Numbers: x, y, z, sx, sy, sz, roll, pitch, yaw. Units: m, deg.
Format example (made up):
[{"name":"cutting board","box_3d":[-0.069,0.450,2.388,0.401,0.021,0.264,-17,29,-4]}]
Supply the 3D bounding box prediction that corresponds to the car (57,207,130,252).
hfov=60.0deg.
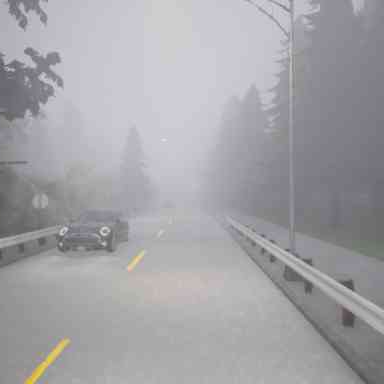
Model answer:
[{"name":"car","box_3d":[-4.086,1.507,14.514,2.097,1.767,4.553,0,-1,0]}]

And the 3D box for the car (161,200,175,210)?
[{"name":"car","box_3d":[-3.868,2.049,54.118,1.882,1.535,5.008,0,0,1]}]
